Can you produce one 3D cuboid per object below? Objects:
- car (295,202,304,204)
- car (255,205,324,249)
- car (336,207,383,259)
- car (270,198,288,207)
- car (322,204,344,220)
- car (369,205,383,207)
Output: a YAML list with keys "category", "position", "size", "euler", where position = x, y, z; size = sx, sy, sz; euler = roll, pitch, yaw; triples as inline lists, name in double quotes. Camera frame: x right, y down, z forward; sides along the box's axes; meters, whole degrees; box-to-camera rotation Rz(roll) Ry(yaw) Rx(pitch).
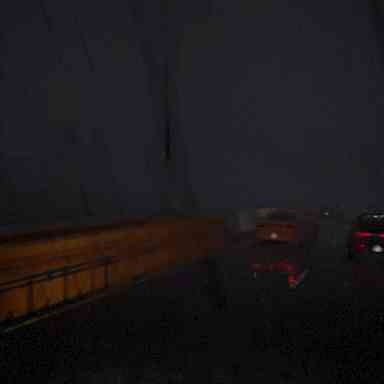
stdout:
- category: "car"
  position: [16.741, 1.738, 51.501]
  size: [1.895, 1.301, 4.718]
  euler: [0, 0, 28]
- category: "car"
  position: [4.385, 1.519, 14.934]
  size: [1.882, 1.535, 5.008]
  euler: [0, 0, 30]
- category: "car"
  position: [6.789, 1.518, 12.100]
  size: [2.128, 1.511, 4.902]
  euler: [0, 0, 30]
- category: "car"
  position: [14.217, 1.677, 54.279]
  size: [1.812, 1.442, 4.674]
  euler: [0, 0, 27]
- category: "car"
  position: [11.277, 1.632, 27.110]
  size: [1.994, 1.385, 4.181]
  euler: [0, 0, 30]
- category: "car"
  position: [13.153, 1.598, 23.372]
  size: [2.033, 1.411, 5.357]
  euler: [0, 0, 30]
